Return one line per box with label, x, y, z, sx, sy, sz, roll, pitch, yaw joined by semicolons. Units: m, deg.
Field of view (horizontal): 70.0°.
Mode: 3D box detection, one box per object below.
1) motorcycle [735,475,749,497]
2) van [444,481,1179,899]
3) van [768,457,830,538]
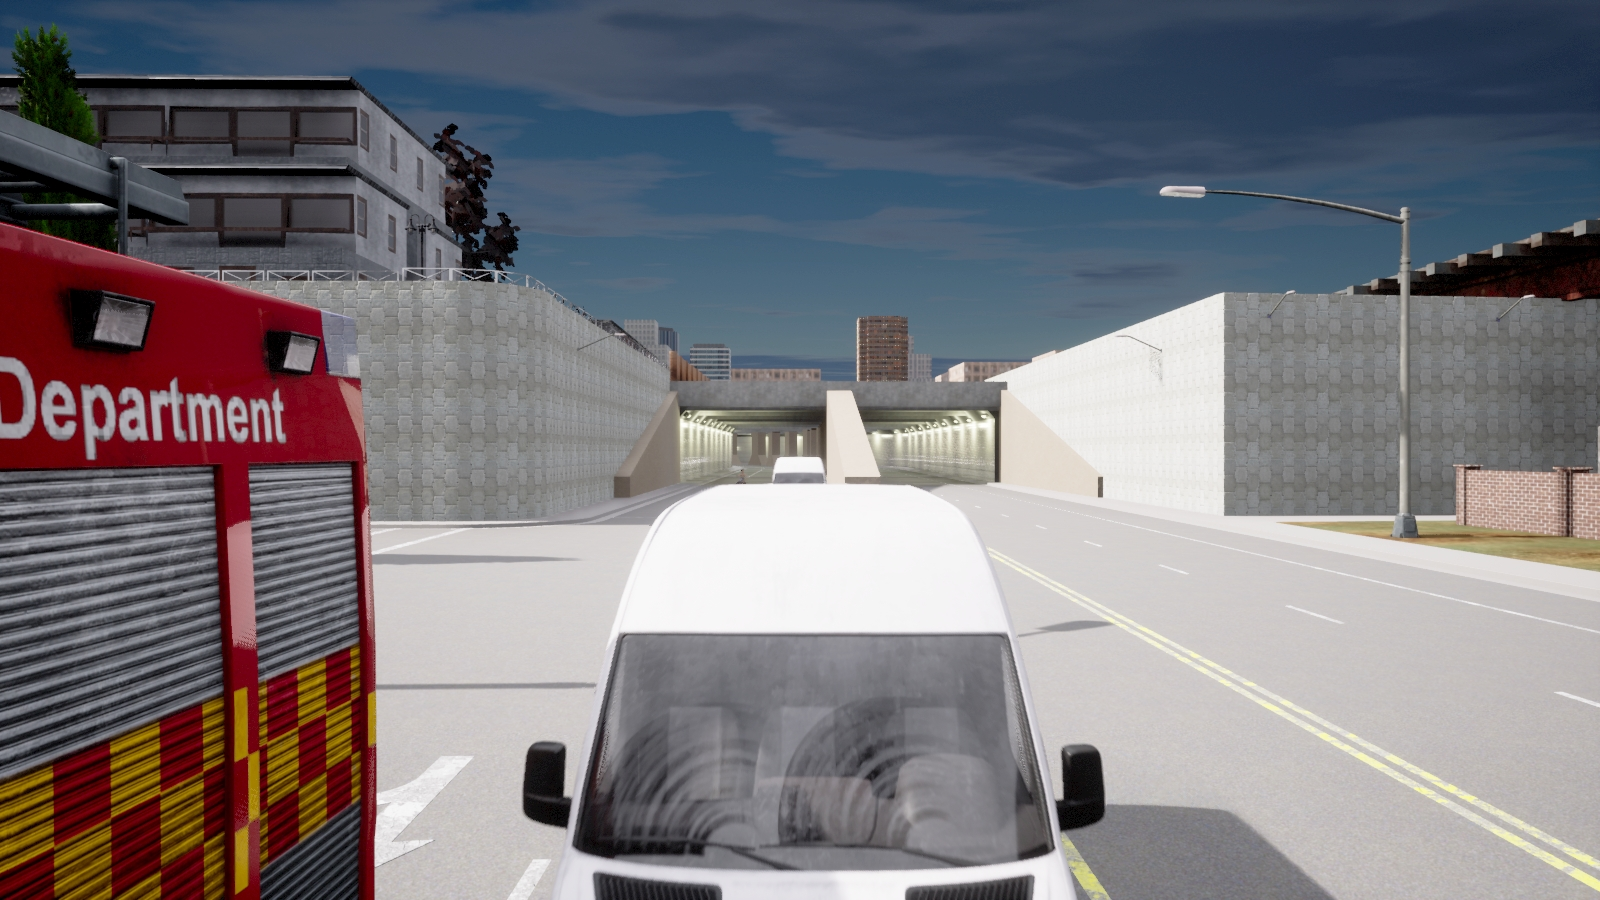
motorcycle;-3.553;2.170;69.986;0.764;1.277;2.356;0;0;0
van;0.057;1.532;6.054;1.988;2.561;5.915;0;0;1
van;-0.036;1.534;39.517;1.988;2.561;5.915;0;0;0
